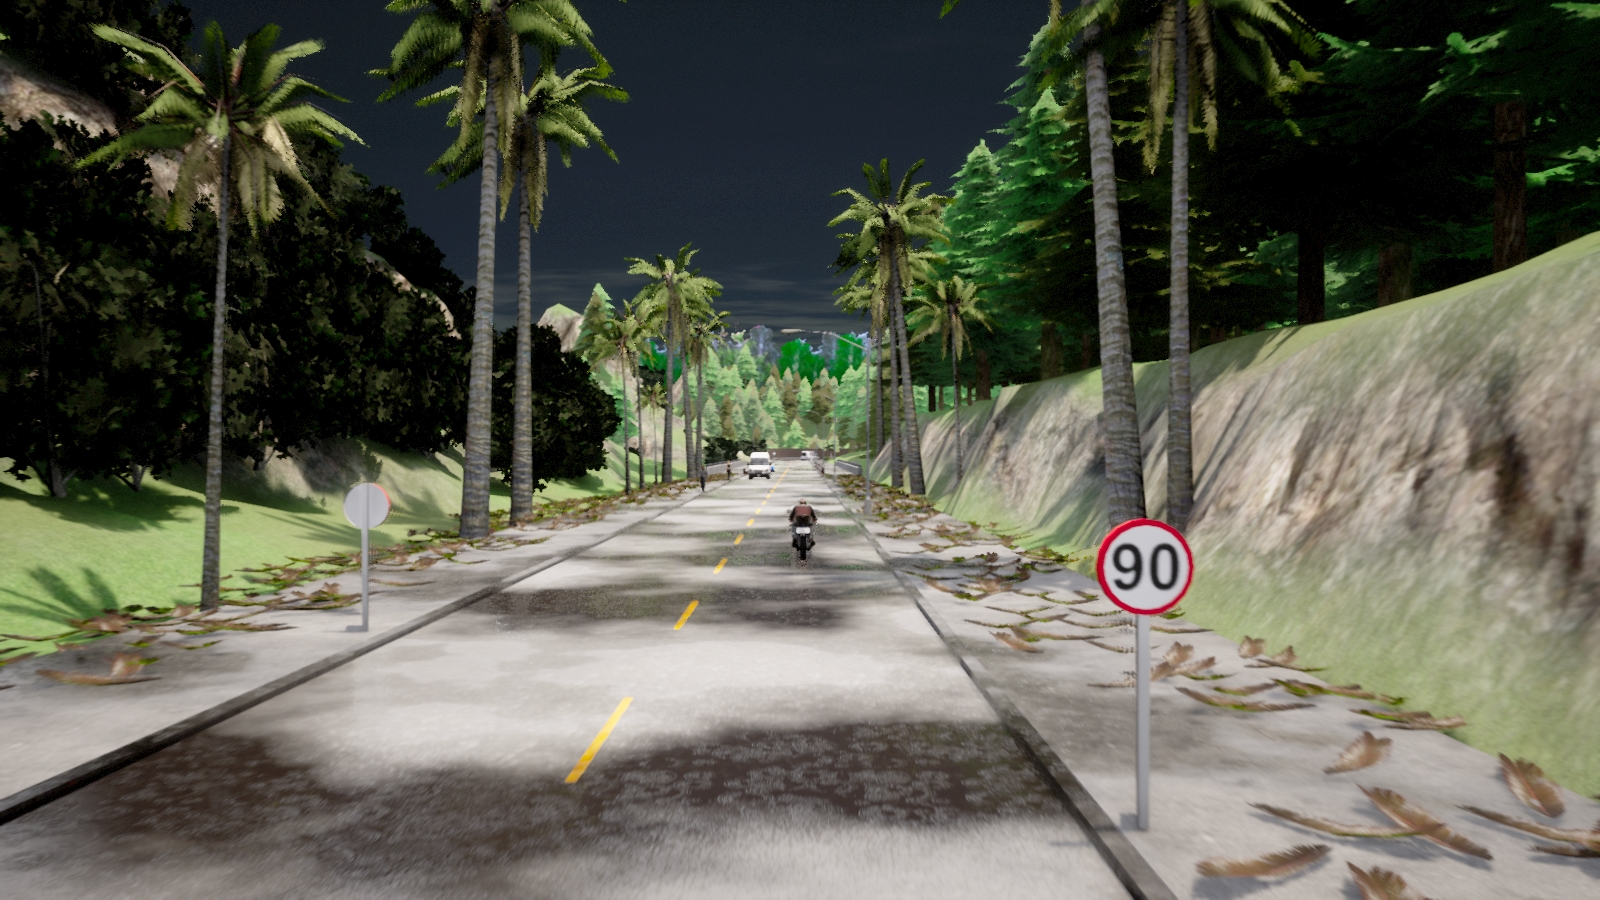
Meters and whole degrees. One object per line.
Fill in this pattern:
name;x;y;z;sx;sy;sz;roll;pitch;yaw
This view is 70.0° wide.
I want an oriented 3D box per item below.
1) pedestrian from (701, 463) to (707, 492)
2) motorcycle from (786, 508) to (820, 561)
pedestrian;-6.077;1.743;72.076;0.375;1.860;0.375;0;0;-2
motorcycle;0.086;2.205;30.275;0.867;1.251;2.209;0;0;0
